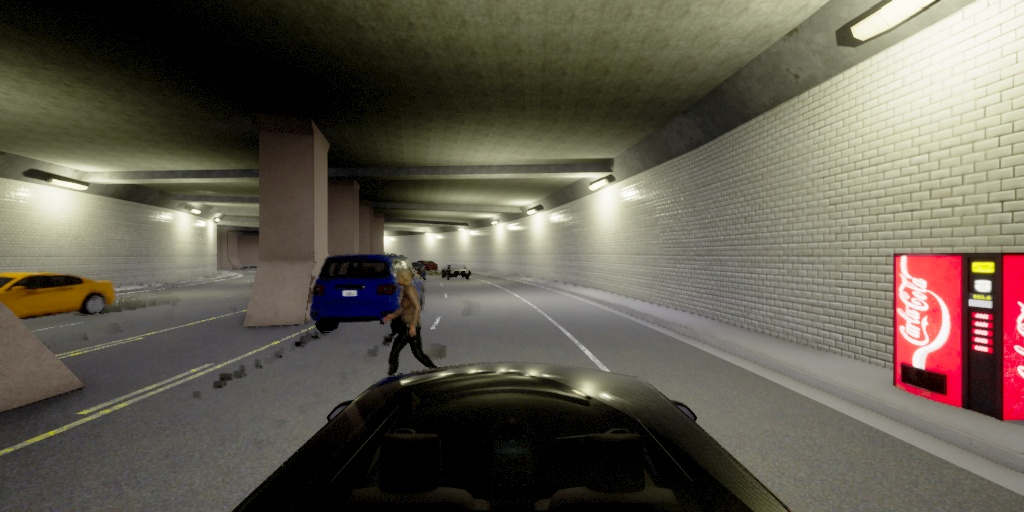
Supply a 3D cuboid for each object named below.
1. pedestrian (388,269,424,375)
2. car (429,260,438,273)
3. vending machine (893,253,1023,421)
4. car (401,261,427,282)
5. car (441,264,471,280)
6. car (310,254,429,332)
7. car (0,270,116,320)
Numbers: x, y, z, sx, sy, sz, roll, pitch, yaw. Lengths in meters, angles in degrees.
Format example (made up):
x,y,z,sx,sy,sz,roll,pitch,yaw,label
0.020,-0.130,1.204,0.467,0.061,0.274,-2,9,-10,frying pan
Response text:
x,y,z,sx,sy,sz,roll,pitch,yaw,label
-1.568,1.044,5.332,0.375,1.860,0.375,0,0,-3,pedestrian
-10.590,1.227,43.768,1.882,1.535,5.008,0,0,-30,car
5.843,0.945,4.575,1.100,2.100,0.880,0,0,-2,vending machine
-8.237,1.227,29.733,1.882,1.535,5.008,0,0,-18,car
-4.895,1.351,30.800,1.895,1.301,4.718,0,0,-19,car
-4.090,0.971,11.060,2.150,2.045,5.566,0,0,-6,car
-14.806,1.227,10.564,1.882,1.535,5.008,0,0,-7,car
